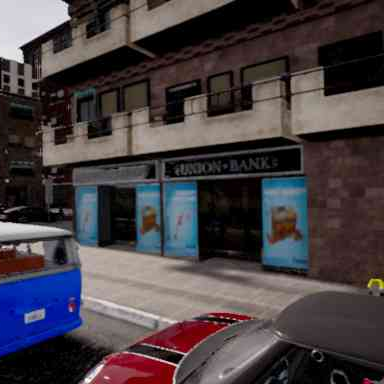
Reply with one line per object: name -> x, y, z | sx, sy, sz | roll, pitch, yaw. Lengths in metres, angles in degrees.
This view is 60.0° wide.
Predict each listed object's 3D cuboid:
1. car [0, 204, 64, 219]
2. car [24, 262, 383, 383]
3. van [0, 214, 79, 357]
car -> -11.668, 1.704, 24.521 | 1.947, 1.339, 4.313 | -2, -2, 36
car -> 0.970, 1.442, 2.163 | 4.097, 1.590, 1.967 | 0, -1, 36
van -> -3.527, 1.373, 5.370 | 3.998, 1.788, 1.690 | 0, -1, 36
